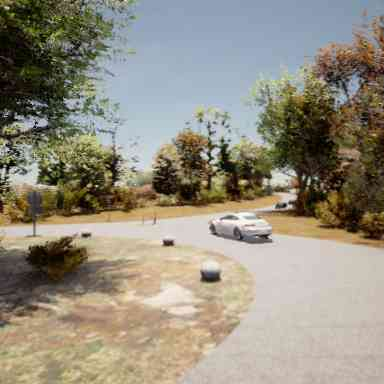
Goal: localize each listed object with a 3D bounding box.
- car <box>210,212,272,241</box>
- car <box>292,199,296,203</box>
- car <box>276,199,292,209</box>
[{"bbox_3d":[2.703,1.888,19.000,1.812,1.442,4.674,0,-1,-23],"label":"car"},{"bbox_3d":[25.171,2.404,83.504,2.128,1.511,4.902,-1,1,22],"label":"car"},{"bbox_3d":[18.464,2.630,68.406,2.128,1.511,4.902,-1,0,25],"label":"car"}]
